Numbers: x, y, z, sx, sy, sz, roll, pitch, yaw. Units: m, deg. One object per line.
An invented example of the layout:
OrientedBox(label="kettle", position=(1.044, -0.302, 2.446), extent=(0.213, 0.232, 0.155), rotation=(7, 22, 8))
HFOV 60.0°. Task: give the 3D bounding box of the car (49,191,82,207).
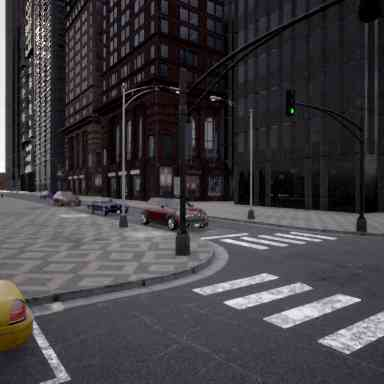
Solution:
OrientedBox(label="car", position=(-13.705, 0.678, 36.403), extent=(2.097, 1.767, 4.553), rotation=(0, 1, -36))

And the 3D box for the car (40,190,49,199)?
OrientedBox(label="car", position=(-24.719, 0.466, 57.124), extent=(1.812, 1.442, 4.674), rotation=(0, 1, -35))

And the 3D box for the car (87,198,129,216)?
OrientedBox(label="car", position=(-6.827, 1.137, 26.845), extent=(1.895, 1.301, 4.718), rotation=(0, 1, -36))

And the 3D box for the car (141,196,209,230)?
OrientedBox(label="car", position=(-1.055, 1.072, 18.841), extent=(2.097, 1.767, 4.553), rotation=(0, 1, -36))

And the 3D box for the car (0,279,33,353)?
OrientedBox(label="car", position=(-4.393, 1.525, 3.515), extent=(4.829, 1.417, 1.752), rotation=(0, 0, -35))
